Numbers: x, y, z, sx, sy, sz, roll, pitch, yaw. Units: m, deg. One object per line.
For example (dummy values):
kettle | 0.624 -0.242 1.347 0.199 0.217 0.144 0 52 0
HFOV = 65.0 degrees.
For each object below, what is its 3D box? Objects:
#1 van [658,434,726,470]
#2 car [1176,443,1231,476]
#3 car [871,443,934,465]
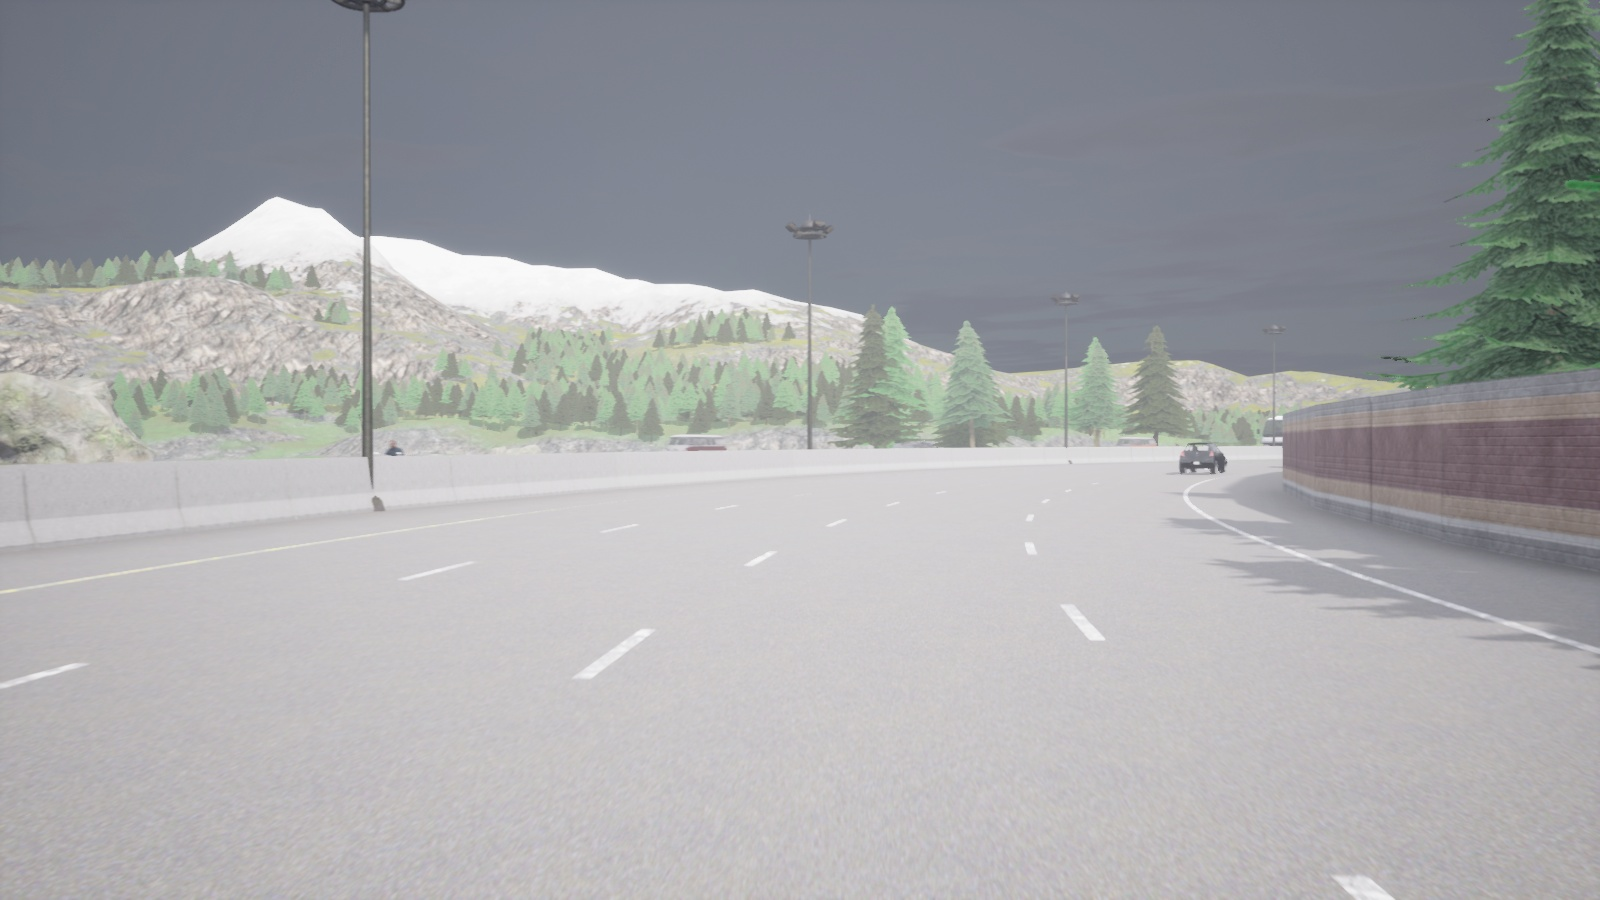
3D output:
van | -6.148 0.087 71.856 1.775 1.987 4.442 0 0 28
car | 19.424 0.442 60.345 1.845 1.501 3.633 0 0 29
car | 7.121 0.264 86.939 2.163 1.488 4.792 0 0 35
